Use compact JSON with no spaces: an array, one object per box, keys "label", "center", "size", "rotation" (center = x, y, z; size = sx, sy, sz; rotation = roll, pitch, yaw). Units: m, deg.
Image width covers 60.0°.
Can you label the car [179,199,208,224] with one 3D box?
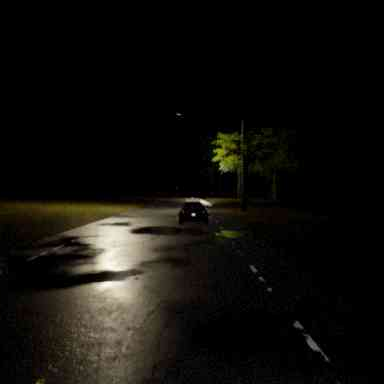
[{"label":"car","center":[0.099,1.432,23.596],"size":[1.994,1.385,4.181],"rotation":[0,0,0]}]
